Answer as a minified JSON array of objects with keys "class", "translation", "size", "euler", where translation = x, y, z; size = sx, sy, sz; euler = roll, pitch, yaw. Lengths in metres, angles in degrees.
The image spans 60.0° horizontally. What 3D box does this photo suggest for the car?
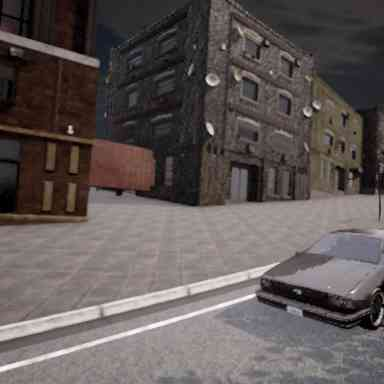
[{"class":"car","translation":[3.695,1.526,7.141],"size":[5.357,1.411,2.033],"euler":[-1,1,-40]}]
